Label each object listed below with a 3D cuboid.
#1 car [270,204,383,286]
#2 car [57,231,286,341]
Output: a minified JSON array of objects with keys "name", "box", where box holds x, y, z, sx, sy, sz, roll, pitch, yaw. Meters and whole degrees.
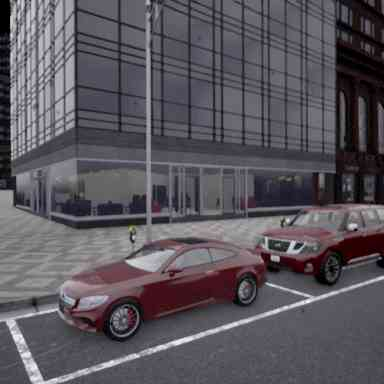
[{"name":"car","box":[4.073,1.303,9.577,5.009,1.841,2.192,0,0,-36]},{"name":"car","box":[-0.338,1.577,6.419,4.206,1.307,1.802,0,0,-36]}]
